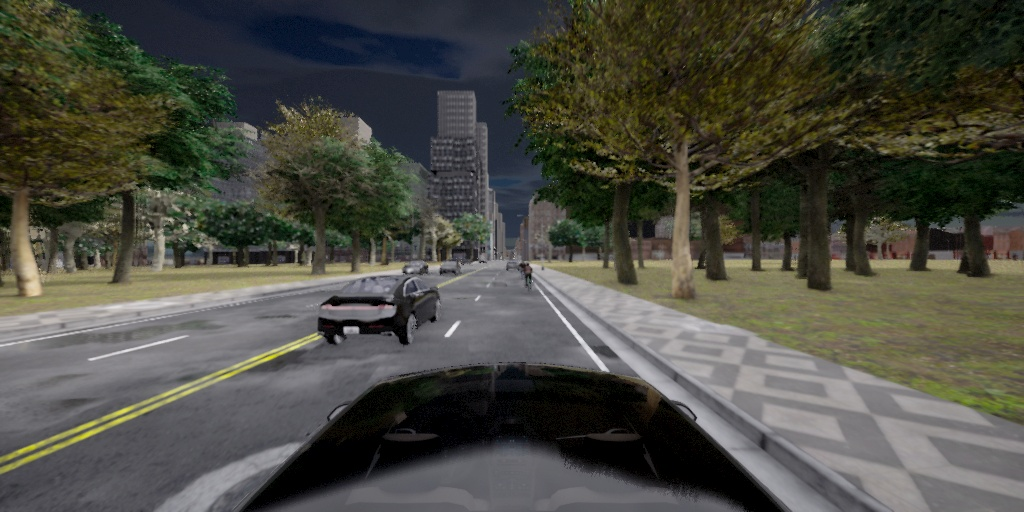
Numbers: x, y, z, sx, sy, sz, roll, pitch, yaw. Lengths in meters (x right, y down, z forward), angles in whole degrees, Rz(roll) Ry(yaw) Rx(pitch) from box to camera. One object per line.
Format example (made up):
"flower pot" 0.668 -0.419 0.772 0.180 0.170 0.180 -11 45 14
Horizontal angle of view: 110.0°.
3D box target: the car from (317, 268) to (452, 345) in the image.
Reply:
"car" -3.146 1.242 9.446 2.128 1.511 4.902 0 0 0

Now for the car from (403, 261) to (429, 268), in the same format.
"car" -9.821 1.268 36.859 2.128 1.511 4.902 0 0 0

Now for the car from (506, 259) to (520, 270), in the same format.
"car" 0.119 1.300 52.616 2.128 1.511 4.902 0 0 0

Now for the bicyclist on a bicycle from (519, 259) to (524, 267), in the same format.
"bicyclist on a bicycle" 0.907 1.136 29.894 0.659 1.776 1.843 0 0 0

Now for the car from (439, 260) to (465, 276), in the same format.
"car" -6.570 1.283 38.461 1.837 1.490 4.892 0 0 0

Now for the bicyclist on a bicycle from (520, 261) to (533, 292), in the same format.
"bicyclist on a bicycle" 0.902 1.209 19.660 0.582 1.620 1.656 0 0 0
